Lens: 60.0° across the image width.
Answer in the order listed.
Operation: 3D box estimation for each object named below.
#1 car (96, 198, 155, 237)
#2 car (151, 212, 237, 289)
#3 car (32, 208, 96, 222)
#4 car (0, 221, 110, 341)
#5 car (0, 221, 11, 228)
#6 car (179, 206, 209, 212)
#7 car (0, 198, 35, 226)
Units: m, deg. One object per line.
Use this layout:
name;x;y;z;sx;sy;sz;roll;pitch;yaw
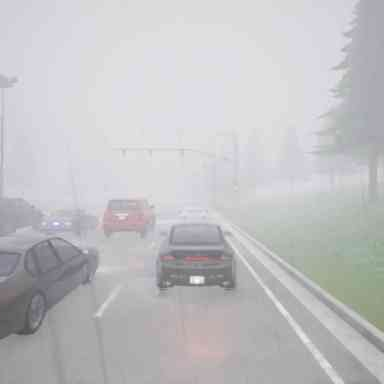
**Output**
car;-3.389;1.332;18.741;2.150;2.045;5.566;0;0;0
car;0.106;1.560;9.294;1.837;1.490;4.892;0;0;0
car;-6.882;1.657;19.204;2.033;1.411;5.357;0;0;-1
car;-3.396;1.586;6.665;2.033;1.411;5.357;0;0;0
car;-6.897;1.649;8.387;1.895;1.301;4.718;0;0;0
car;0.113;1.648;21.422;1.812;1.442;4.674;0;0;0
car;-10.389;1.330;18.634;2.150;2.045;5.566;0;0;0
